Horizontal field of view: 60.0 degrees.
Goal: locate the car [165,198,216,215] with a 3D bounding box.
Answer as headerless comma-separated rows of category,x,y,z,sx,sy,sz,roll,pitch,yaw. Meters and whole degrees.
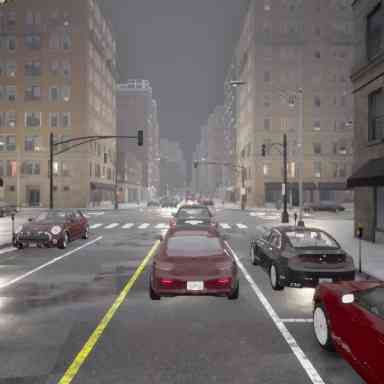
car,0.071,1.358,15.647,2.097,1.767,4.553,0,0,0

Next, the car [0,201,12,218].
car,-17.339,1.253,27.016,4.553,1.767,2.097,0,0,0

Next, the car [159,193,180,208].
car,-3.254,1.390,48.523,2.097,1.767,4.553,0,0,-1

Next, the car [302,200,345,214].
car,14.647,1.648,37.215,4.674,1.442,1.812,0,0,1

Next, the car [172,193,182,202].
car,-3.504,1.336,77.855,2.150,2.045,5.566,0,0,-1

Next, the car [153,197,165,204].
car,-6.199,1.613,63.655,1.887,1.381,4.507,0,0,-1

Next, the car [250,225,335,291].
car,2.660,1.553,8.805,2.008,1.369,4.403,0,0,0

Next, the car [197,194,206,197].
car,2.324,1.595,63.915,1.752,1.417,4.829,0,0,-1

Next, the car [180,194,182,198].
car,-3.408,1.604,67.325,1.812,1.442,4.674,0,0,0

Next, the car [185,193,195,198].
car,-0.521,1.342,79.459,2.150,2.045,5.566,0,0,-1

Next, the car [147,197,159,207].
car,-6.075,1.596,52.639,2.008,1.369,4.403,0,0,-1

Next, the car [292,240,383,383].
car,2.670,1.545,3.313,1.887,1.381,4.507,0,0,0

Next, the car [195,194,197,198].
car,2.265,1.399,69.252,2.192,1.841,5.009,0,0,-1

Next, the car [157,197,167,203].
car,-6.261,1.666,69.162,1.802,1.307,4.206,0,0,-1

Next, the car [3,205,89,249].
car,-5.874,1.445,14.278,1.967,1.590,4.097,0,0,0

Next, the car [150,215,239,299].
car,0.022,1.528,8.316,1.812,1.442,4.674,0,0,-1

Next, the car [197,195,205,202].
car,2.141,1.560,80.265,1.967,1.590,4.097,0,0,-1

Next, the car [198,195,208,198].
car,2.449,1.590,52.731,1.887,1.381,4.507,0,0,-1

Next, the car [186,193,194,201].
car,-0.642,1.384,90.177,2.150,2.045,5.566,0,0,-1

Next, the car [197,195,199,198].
car,2.388,1.622,58.238,1.947,1.339,4.313,0,0,-1

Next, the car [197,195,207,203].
car,2.203,1.541,74.759,1.967,1.590,4.097,0,0,-1

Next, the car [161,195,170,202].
car,-6.384,1.559,80.178,1.967,1.590,4.097,0,0,-1

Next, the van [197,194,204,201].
van,2.080,1.482,85.773,1.690,1.788,3.998,0,0,-1

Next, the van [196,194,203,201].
van,2.018,1.504,91.279,1.690,1.788,3.998,0,0,-1
